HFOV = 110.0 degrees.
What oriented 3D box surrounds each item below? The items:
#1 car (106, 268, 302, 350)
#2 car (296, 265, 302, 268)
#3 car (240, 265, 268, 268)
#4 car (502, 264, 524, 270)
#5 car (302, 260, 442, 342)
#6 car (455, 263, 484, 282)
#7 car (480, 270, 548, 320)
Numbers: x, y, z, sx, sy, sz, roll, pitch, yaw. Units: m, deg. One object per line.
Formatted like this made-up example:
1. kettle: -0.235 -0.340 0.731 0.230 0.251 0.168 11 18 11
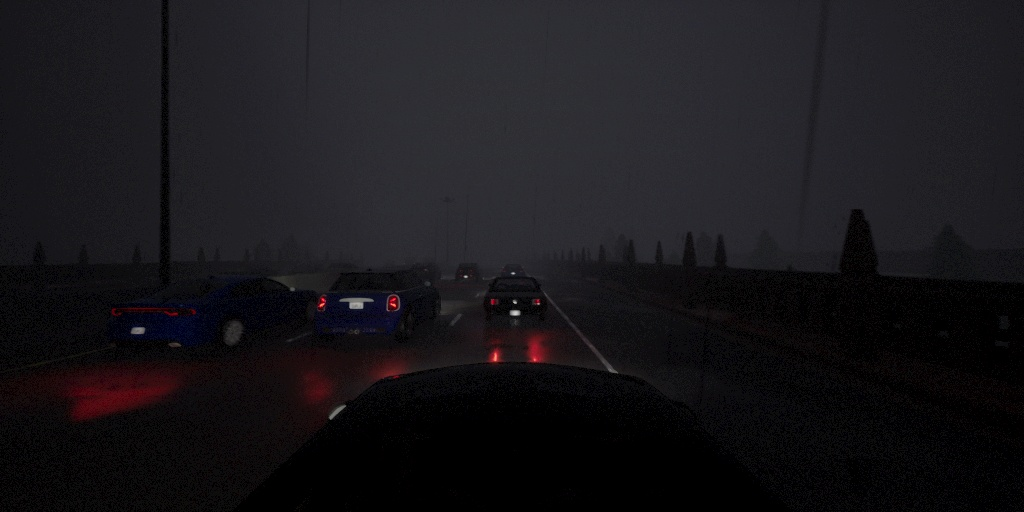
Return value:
1. car: -6.904 1.228 9.096 1.882 1.535 5.008 0 0 0
2. car: -17.605 1.341 31.257 1.994 1.385 4.181 0 0 0
3. car: -21.107 1.372 28.731 1.895 1.301 4.718 0 0 0
4. car: 0.090 1.339 29.974 1.994 1.385 4.181 0 0 0
5. car: -3.402 1.102 9.957 2.097 1.767 4.553 0 0 0
6. car: -3.411 1.277 28.907 1.837 1.490 4.892 0 0 0
7. car: 0.096 1.352 12.550 1.895 1.301 4.718 0 0 0
